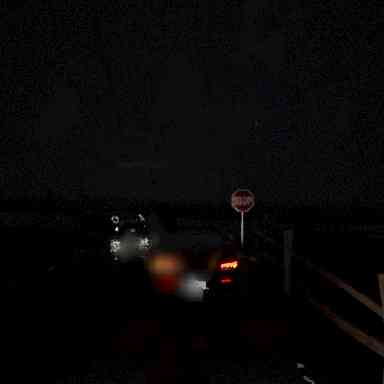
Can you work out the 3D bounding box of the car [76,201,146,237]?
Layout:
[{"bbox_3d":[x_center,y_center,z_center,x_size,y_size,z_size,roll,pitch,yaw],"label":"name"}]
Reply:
[{"bbox_3d":[-4.478,1.340,18.182,2.097,1.767,4.553,-1,1,-44],"label":"car"}]

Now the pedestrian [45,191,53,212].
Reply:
[{"bbox_3d":[-12.036,0.780,27.991,0.375,1.860,0.375,0,1,0],"label":"pedestrian"}]

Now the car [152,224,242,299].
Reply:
[{"bbox_3d":[0.091,1.519,8.305,1.812,1.442,4.674,0,0,0],"label":"car"}]
